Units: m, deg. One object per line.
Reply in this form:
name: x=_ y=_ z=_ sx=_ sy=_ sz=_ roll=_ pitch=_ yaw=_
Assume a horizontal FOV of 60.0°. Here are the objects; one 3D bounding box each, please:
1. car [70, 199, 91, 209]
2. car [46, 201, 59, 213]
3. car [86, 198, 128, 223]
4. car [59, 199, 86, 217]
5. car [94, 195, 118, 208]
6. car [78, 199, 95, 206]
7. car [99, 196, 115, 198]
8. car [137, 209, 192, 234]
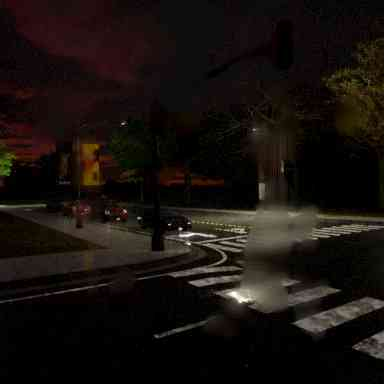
car: x=-19.674 y=2.079 z=58.683 sx=2.033 sy=1.411 sz=5.357 roll=-1 pitch=0 yaw=-35
car: x=-18.867 y=2.035 z=46.121 sx=1.882 sy=1.535 sz=5.008 roll=-1 pitch=0 yaw=-35
car: x=-7.500 y=1.717 z=29.798 sx=2.097 sy=1.767 sz=4.553 roll=-1 pitch=0 yaw=-35
car: x=-13.110 y=1.812 z=37.817 sx=2.097 sy=1.767 sz=4.553 roll=-1 pitch=0 yaw=-35
car: x=-15.055 y=1.653 z=57.916 sx=2.150 sy=2.045 sz=5.566 roll=-1 pitch=0 yaw=-35
car: x=-21.172 y=2.100 z=66.661 sx=1.994 sy=1.385 sz=4.181 roll=-1 pitch=0 yaw=-35
car: x=-13.811 y=1.782 z=50.373 sx=2.097 sy=1.767 sz=4.553 roll=-1 pitch=0 yaw=-35
car: x=-2.002 y=1.819 z=22.046 sx=2.033 sy=1.411 sz=5.357 roll=-1 pitch=0 yaw=-29
